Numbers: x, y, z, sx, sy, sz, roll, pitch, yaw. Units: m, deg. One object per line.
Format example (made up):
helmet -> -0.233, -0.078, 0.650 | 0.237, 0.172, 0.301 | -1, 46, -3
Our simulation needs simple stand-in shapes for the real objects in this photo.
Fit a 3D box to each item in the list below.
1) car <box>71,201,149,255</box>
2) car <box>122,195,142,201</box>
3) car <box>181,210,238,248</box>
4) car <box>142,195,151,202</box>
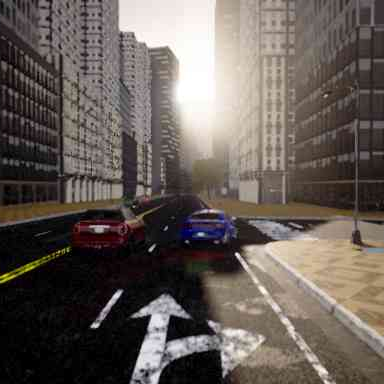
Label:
car -> -3.170, 1.386, 13.535 | 2.097, 1.767, 4.553 | 1, -1, 0
car -> -9.822, 1.328, 53.341 | 2.097, 1.767, 4.553 | 0, 0, 0
car -> 0.913, 1.553, 15.165 | 1.882, 1.535, 5.008 | -1, -2, 13
car -> -9.755, 1.320, 68.870 | 2.097, 1.767, 4.553 | 0, 0, 0
